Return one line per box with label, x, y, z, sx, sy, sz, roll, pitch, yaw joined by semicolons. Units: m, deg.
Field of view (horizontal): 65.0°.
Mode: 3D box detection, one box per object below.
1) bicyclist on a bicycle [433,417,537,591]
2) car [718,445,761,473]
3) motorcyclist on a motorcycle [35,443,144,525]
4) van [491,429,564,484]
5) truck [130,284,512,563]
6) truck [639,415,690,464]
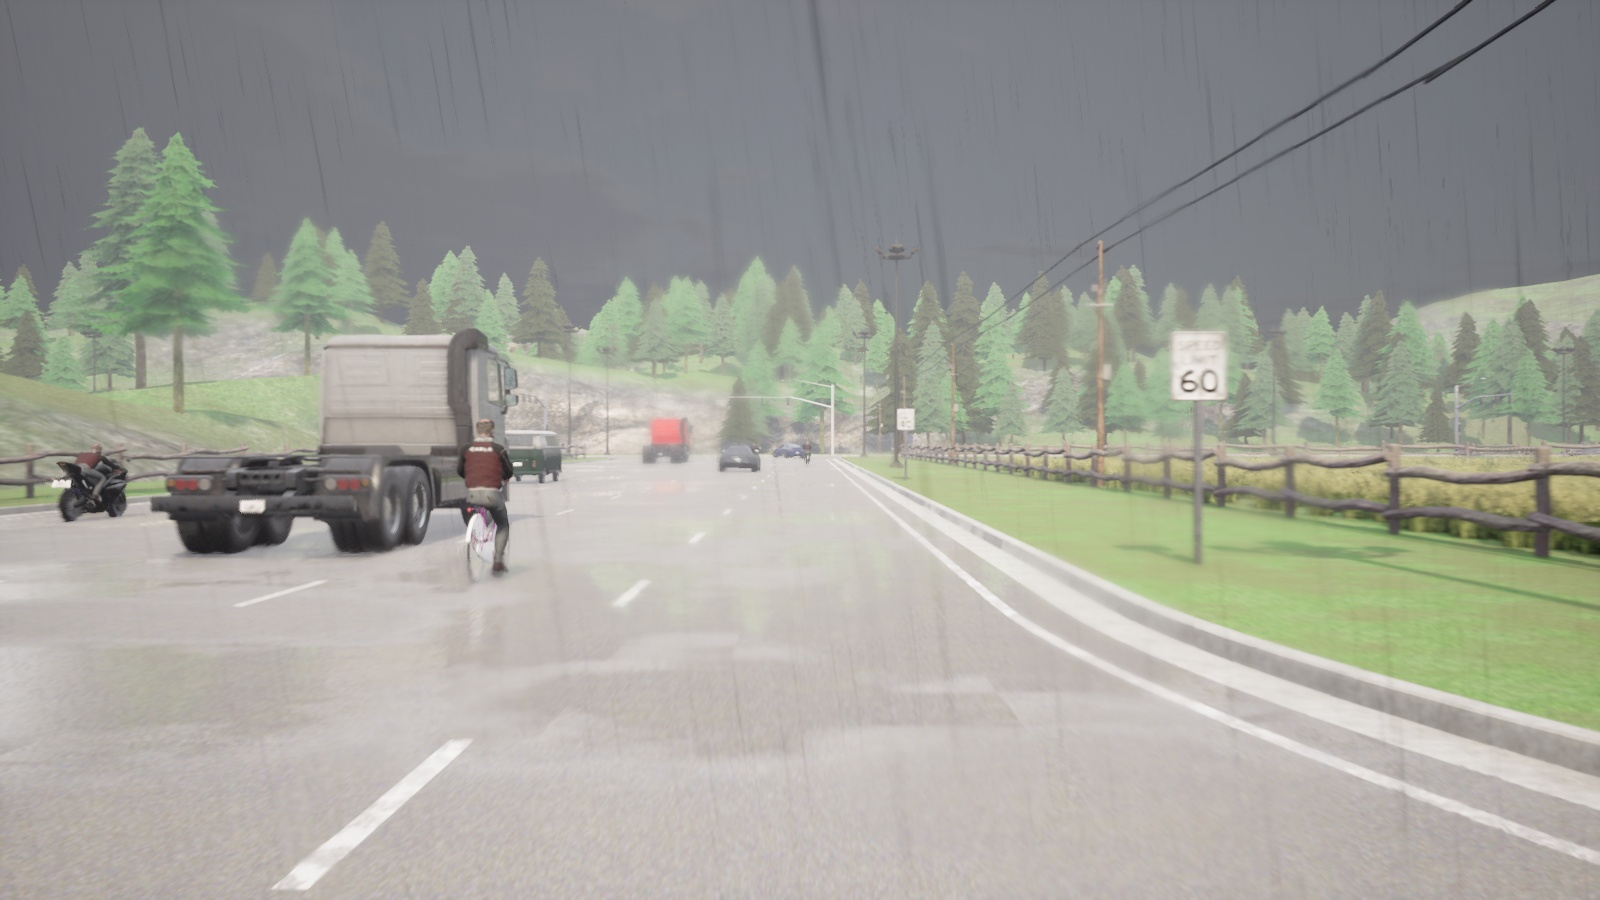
bicyclist on a bicycle;-3.407;0.537;13.742;0.659;1.776;1.843;0;1;0
car;-3.115;0.443;65.068;1.994;1.385;4.181;0;0;0
motorcyclist on a motorcycle;-13.845;0.633;24.554;0.866;1.530;2.191;0;0;0
van;-10.215;0.226;47.424;1.775;1.987;4.442;0;0;0
truck;-6.872;-0.351;19.587;2.891;3.462;7.936;0;0;0
truck;-9.953;-0.767;93.289;2.891;3.462;7.936;0;0;0
